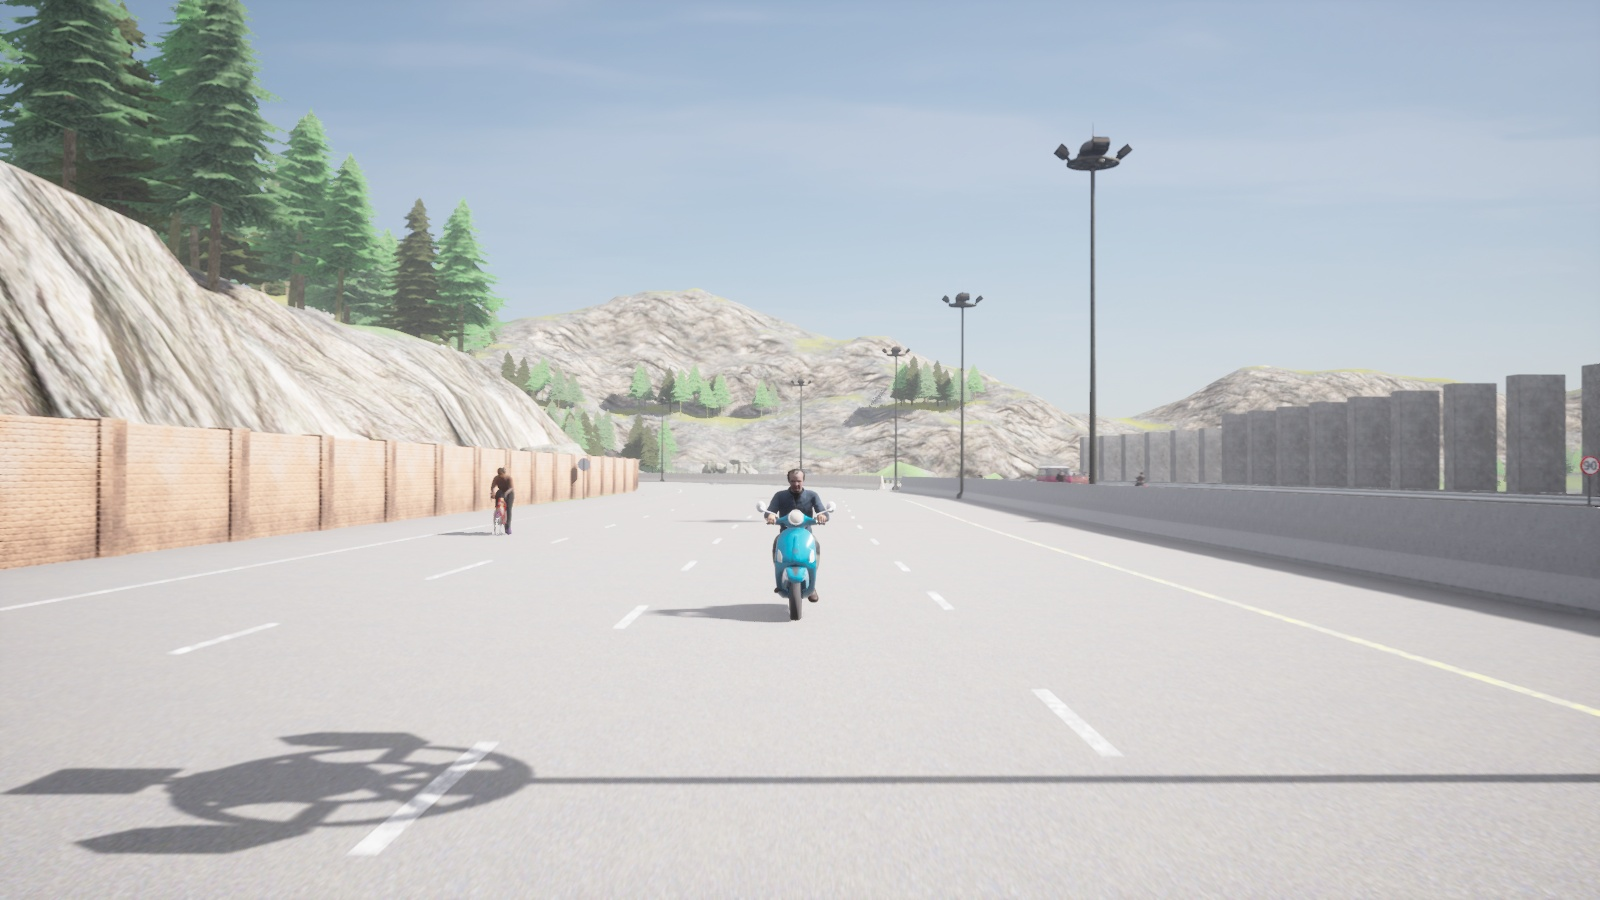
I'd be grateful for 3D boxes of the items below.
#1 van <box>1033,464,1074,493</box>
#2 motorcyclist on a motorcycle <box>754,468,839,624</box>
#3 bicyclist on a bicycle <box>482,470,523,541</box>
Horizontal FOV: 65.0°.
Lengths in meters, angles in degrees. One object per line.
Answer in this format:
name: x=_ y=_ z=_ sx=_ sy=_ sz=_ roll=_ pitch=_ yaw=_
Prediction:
van: x=17.763 y=1.972 z=88.170 sx=1.775 sy=1.987 sz=4.442 roll=0 pitch=-1 yaw=-2
motorcyclist on a motorcycle: x=-0.037 y=0.999 z=13.774 sx=0.866 sy=1.590 sz=1.817 roll=0 pitch=-1 yaw=0
bicyclist on a bicycle: x=-7.070 y=1.296 z=29.864 sx=0.582 sy=1.620 sz=1.656 roll=0 pitch=-1 yaw=0
